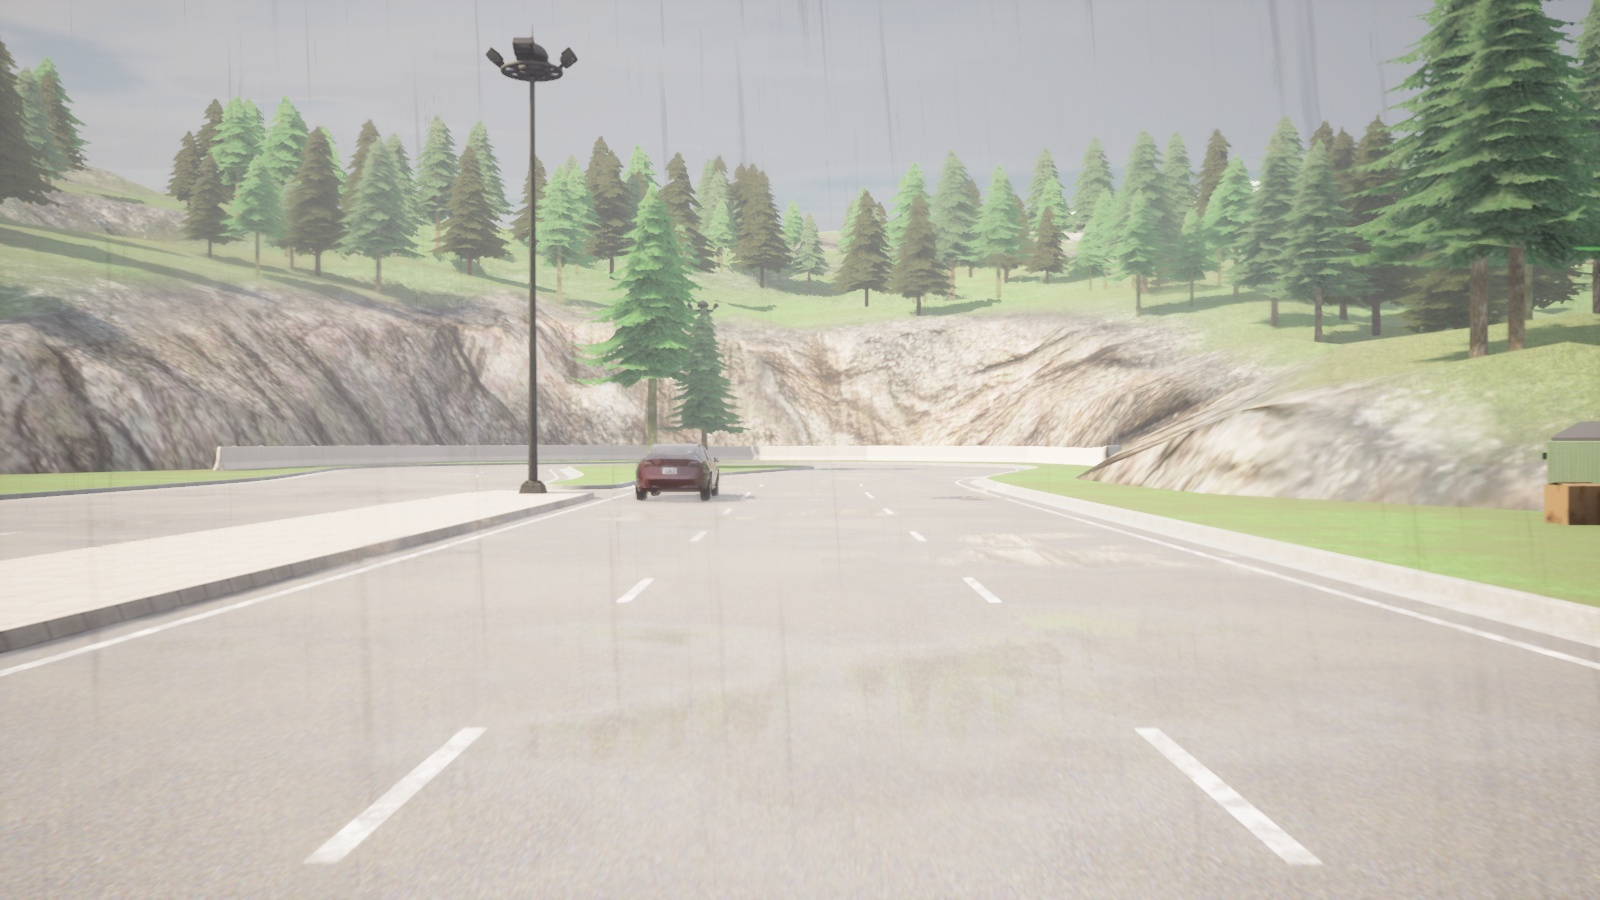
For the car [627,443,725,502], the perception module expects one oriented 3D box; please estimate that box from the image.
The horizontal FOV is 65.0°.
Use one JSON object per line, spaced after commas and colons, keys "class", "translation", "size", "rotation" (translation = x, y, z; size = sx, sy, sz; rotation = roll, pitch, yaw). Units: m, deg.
{"class": "car", "translation": [-3.288, 0.551, 34.194], "size": [2.163, 1.488, 4.792], "rotation": [0, 0, 0]}
